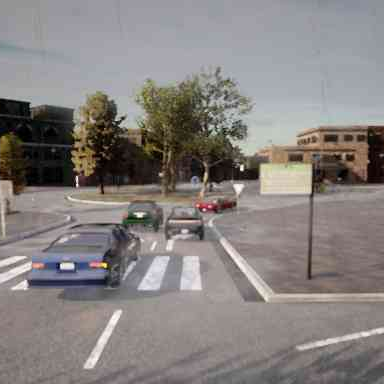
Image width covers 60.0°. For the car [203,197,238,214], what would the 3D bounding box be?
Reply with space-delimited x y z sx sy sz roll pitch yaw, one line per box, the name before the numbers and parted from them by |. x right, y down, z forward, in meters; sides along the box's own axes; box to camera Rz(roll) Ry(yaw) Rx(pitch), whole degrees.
car | 2.302 1.088 29.810 1.895 1.301 4.718 3 5 34

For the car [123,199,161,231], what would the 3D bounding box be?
car | -2.908 1.266 20.474 2.097 1.767 4.553 0 2 -1

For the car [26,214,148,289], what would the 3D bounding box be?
car | -2.644 1.583 9.363 2.033 1.411 5.357 0 0 -2

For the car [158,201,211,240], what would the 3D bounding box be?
car | -0.352 1.487 17.107 2.128 1.511 4.902 0 1 -1
